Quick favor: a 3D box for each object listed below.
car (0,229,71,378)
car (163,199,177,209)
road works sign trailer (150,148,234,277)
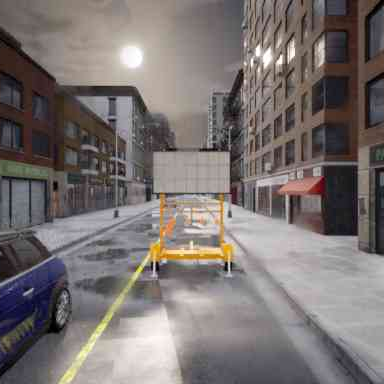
[{"bbox_3d":[-3.103,1.352,3.756,2.097,1.767,4.553,0,0,0],"label":"car"},{"bbox_3d":[-3.142,1.627,46.457,1.895,1.301,4.718,0,0,0],"label":"car"},{"bbox_3d":[-0.008,0.465,10.225,2.380,3.560,2.880,0,0,0],"label":"road works sign trailer"}]
